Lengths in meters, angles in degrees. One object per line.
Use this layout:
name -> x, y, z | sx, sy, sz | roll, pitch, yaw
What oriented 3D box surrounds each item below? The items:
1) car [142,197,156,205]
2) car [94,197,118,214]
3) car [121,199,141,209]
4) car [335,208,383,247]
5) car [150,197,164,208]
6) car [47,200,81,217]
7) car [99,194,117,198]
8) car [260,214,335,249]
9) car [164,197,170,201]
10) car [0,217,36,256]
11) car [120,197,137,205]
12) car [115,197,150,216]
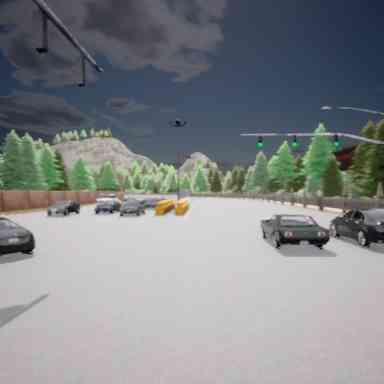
car -> -8.079, 1.703, 63.364 | 1.895, 1.301, 4.718 | 0, 0, 2
car -> -9.147, 1.636, 36.814 | 2.033, 1.411, 5.357 | 0, 0, 2
car -> -8.714, 1.695, 48.084 | 1.895, 1.301, 4.718 | 0, 0, 3
car -> 7.724, 1.465, 14.643 | 1.837, 1.490, 4.892 | 0, 0, 2
car -> -5.334, 1.571, 45.189 | 1.837, 1.490, 4.892 | 0, 1, 2
car -> -12.785, 1.601, 33.431 | 2.128, 1.511, 4.902 | 0, 0, 2
car -> -12.224, 1.341, 47.930 | 2.150, 2.045, 5.566 | 0, 0, 3
car -> 4.213, 1.584, 14.430 | 1.895, 1.301, 4.718 | 0, 0, 2
car -> -4.765, 1.568, 59.417 | 2.128, 1.511, 4.902 | 0, 0, 3
car -> -7.760, 1.625, 12.402 | 4.181, 1.385, 1.994 | 0, 0, 33
car -> -11.673, 1.671, 61.582 | 2.033, 1.411, 5.357 | 0, 0, 3
car -> -5.795, 1.568, 33.000 | 1.837, 1.490, 4.892 | 0, 0, 2
